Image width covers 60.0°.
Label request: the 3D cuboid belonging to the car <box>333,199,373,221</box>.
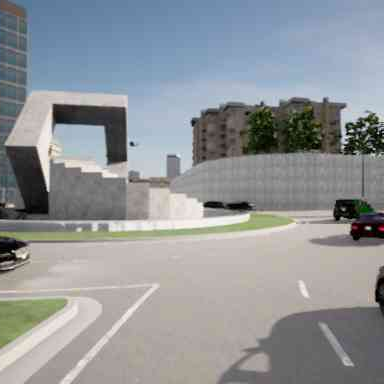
[{"bbox_3d":[14.860,1.637,30.451,2.150,2.045,5.566,-1,-2,44],"label":"car"}]

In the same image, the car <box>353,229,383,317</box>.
[{"bbox_3d":[4.233,1.568,4.489,2.128,1.511,4.902,0,-1,7],"label":"car"}]

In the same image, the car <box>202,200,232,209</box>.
[{"bbox_3d":[2.933,2.024,49.170,4.892,1.490,1.837,0,-2,35],"label":"car"}]

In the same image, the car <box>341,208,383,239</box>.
[{"bbox_3d":[9.871,1.799,17.726,2.033,1.411,5.357,0,-1,38],"label":"car"}]

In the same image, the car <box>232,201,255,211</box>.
[{"bbox_3d":[7.142,2.052,50.312,4.902,1.511,2.128,0,-1,41],"label":"car"}]

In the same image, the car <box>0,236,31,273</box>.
[{"bbox_3d":[-7.117,1.550,9.284,4.892,1.490,1.837,0,0,-1],"label":"car"}]
